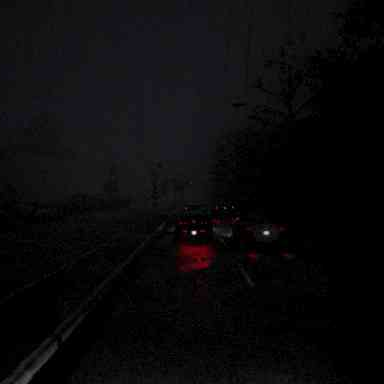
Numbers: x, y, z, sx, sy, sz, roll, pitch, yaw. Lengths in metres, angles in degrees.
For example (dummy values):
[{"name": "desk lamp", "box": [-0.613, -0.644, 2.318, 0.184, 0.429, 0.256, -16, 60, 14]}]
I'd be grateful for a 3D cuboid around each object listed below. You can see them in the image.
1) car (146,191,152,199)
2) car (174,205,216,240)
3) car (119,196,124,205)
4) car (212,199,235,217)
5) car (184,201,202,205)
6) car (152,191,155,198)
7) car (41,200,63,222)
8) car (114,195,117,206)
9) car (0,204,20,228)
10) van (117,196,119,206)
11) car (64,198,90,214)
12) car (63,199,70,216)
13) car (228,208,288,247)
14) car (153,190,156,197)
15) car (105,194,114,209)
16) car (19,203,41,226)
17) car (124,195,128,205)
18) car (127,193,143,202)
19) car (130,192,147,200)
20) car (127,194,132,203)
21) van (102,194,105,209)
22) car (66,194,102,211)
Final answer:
[{"name": "car", "box": [-13.831, 1.111, 83.994, 5.566, 2.045, 2.435, -1, 0, -20]}, {"name": "car", "box": [0.096, 1.649, 17.866, 1.837, 1.490, 4.892, 0, 0, 0]}, {"name": "car", "box": [-13.838, 1.428, 53.983, 4.553, 1.767, 2.185, -1, 1, -20]}, {"name": "car", "box": [3.092, 1.519, 33.228, 2.097, 1.767, 4.553, 0, 0, 0]}, {"name": "car", "box": [0.092, 1.689, 34.524, 1.812, 1.442, 4.674, 0, 0, 0]}, {"name": "car", "box": [-13.680, 1.285, 90.050, 5.366, 1.575, 1.946, -1, 0, -20]}, {"name": "car", "box": [-13.704, 1.662, 27.189, 5.366, 1.575, 1.946, -1, 0, -20]}, {"name": "car", "box": [-13.862, 1.590, 48.009, 4.892, 1.521, 2.231, -1, 1, -20]}, {"name": "car", "box": [-13.873, 1.693, 21.147, 4.674, 1.452, 2.002, -1, 0, -20]}, {"name": "van", "box": [-13.978, 1.348, 50.947, 4.442, 1.987, 1.878, -1, 1, -20]}, {"name": "car", "box": [-13.869, 1.692, 36.073, 4.674, 1.452, 2.002, -1, 1, -20]}, {"name": "car", "box": [-13.848, 1.697, 30.116, 4.792, 1.488, 2.163, -1, 0, -20]}, {"name": "car", "box": [3.096, 1.696, 15.851, 1.994, 1.385, 4.181, 0, 0, 0]}, {"name": "car", "box": [-13.879, 0.999, 92.974, 5.566, 2.045, 2.435, -1, 1, -20]}, {"name": "car", "box": [-13.848, 1.355, 45.039, 5.566, 2.045, 2.435, -1, 0, -20]}, {"name": "car", "box": [-13.904, 1.695, 24.119, 4.792, 1.488, 2.163, -1, 0, -20]}, {"name": "car", "box": [-13.860, 1.577, 56.956, 4.674, 1.452, 2.002, -1, 1, -20]}, {"name": "car", "box": [-13.833, 1.478, 71.980, 4.792, 1.488, 2.163, -1, 0, -20]}, {"name": "car", "box": [-14.028, 1.410, 77.904, 5.366, 1.575, 1.946, -1, 1, -20]}, {"name": "car", "box": [-13.838, 1.548, 59.975, 4.792, 1.488, 2.163, -1, 0, -20]}, {"name": "van", "box": [-13.765, 1.397, 42.086, 4.442, 1.987, 1.878, -1, 0, -20]}, {"name": "car", "box": [-13.901, 1.390, 39.043, 5.566, 2.045, 2.435, -1, 1, -20]}]
